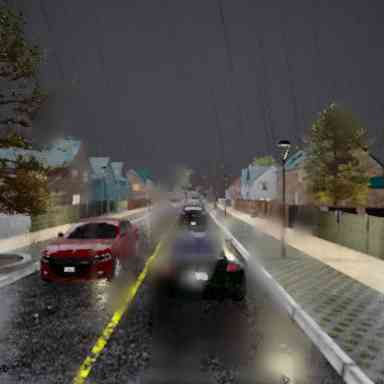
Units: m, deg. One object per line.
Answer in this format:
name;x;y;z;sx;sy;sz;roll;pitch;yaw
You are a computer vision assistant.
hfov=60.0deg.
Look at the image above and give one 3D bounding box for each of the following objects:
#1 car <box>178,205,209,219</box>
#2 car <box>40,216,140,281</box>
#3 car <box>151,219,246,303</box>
car;0.105;1.664;22.667;1.837;1.490;4.892;0;0;1
car;-2.836;1.538;10.205;1.882;1.535;5.008;0;0;0
car;0.116;1.614;8.394;1.994;1.385;4.181;0;0;0
